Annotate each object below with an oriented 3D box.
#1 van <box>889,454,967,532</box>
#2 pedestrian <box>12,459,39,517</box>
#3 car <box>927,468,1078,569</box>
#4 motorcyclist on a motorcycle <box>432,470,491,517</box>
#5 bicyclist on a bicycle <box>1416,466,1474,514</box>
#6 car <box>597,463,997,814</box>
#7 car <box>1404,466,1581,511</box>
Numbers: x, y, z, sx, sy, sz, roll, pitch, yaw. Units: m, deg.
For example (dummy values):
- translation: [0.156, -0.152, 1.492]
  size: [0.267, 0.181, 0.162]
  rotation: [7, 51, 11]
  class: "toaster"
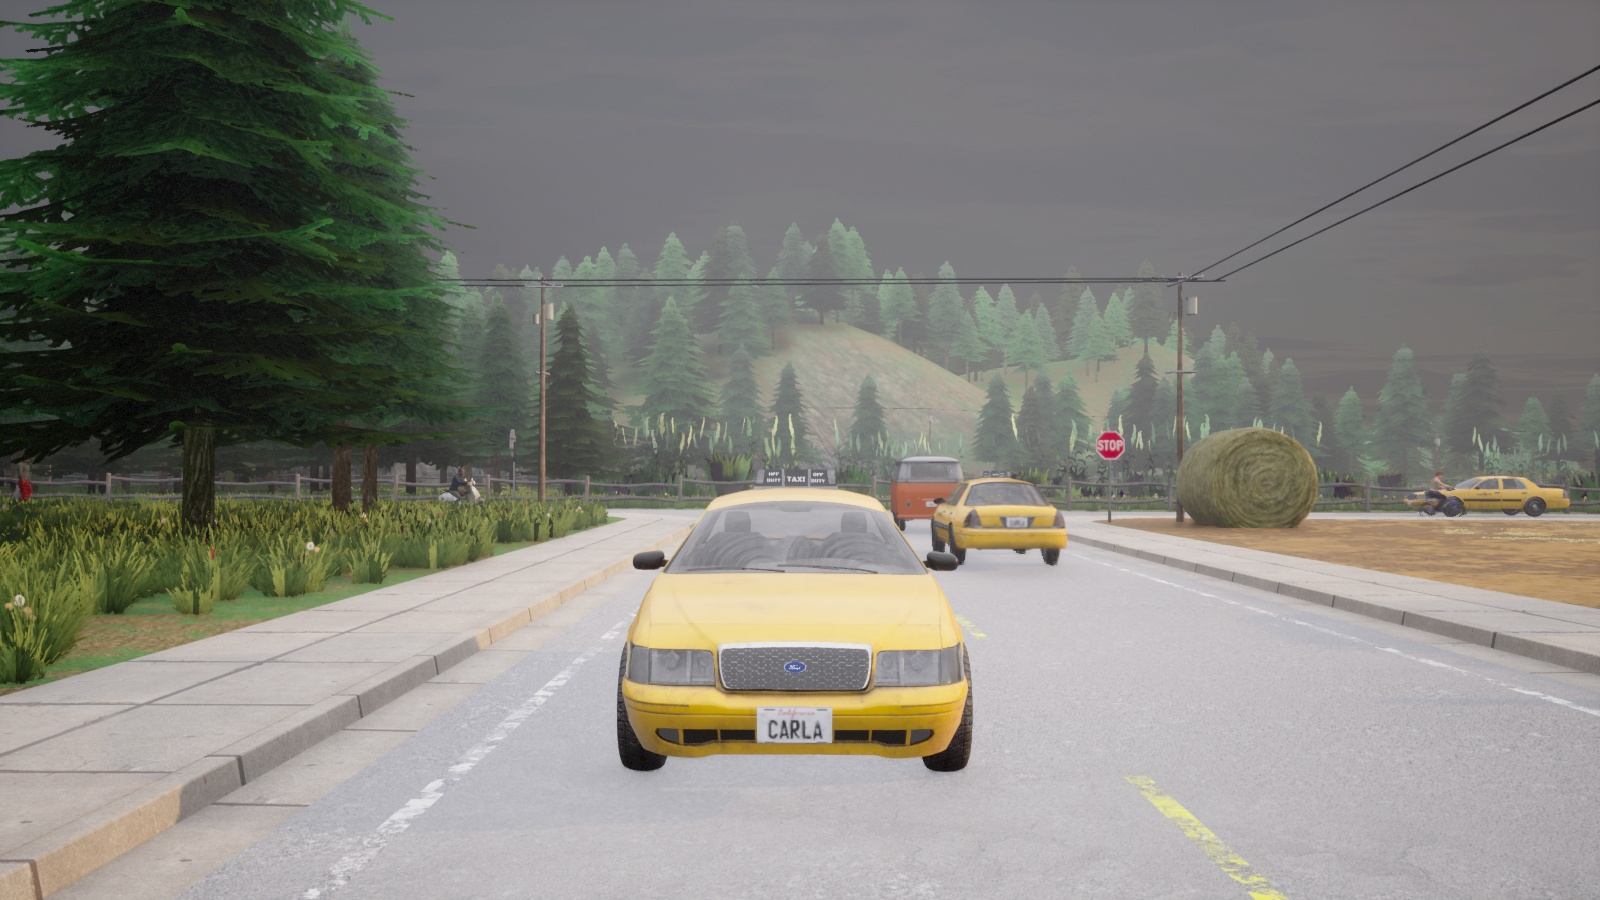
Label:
- translation: [3.459, 1.134, 34.583]
  size: [1.775, 1.987, 4.442]
  rotation: [0, -1, 1]
  class: "van"
- translation: [-24.966, 1.217, 40.480]
  size: [0.614, 1.847, 0.353]
  rotation: [0, -1, -1]
  class: "pedestrian"
- translation: [3.441, 1.114, 22.343]
  size: [1.801, 1.575, 5.366]
  rotation: [0, -1, 0]
  class: "car"
- translation: [-11.755, 1.511, 43.660]
  size: [1.817, 1.590, 0.866]
  rotation: [0, -1, 3]
  class: "motorcyclist on a motorcycle"
- translation: [21.631, 1.335, 42.131]
  size: [1.509, 1.612, 0.866]
  rotation: [0, -1, 3]
  class: "bicyclist on a bicycle"
- translation: [-0.022, 0.894, 8.352]
  size: [1.801, 1.575, 5.366]
  rotation: [0, -1, 0]
  class: "car"
- translation: [24.997, 1.380, 45.474]
  size: [5.366, 1.575, 1.801]
  rotation: [0, -1, 3]
  class: "car"
